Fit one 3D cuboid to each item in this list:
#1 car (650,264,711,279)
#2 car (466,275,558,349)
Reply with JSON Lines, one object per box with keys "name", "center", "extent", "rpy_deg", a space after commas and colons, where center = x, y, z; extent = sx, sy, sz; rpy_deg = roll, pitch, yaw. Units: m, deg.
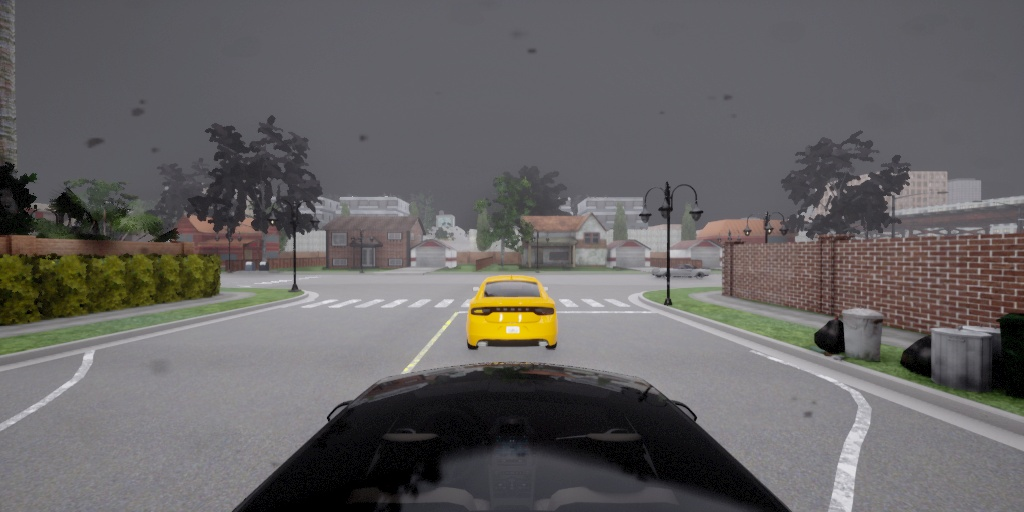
{"name": "car", "center": [15.044, 1.371, 32.183], "extent": [4.718, 1.301, 1.895], "rpy_deg": [0, 0, -1]}
{"name": "car", "center": [-0.027, 1.227, 9.164], "extent": [1.882, 1.535, 5.008], "rpy_deg": [0, 0, -1]}
